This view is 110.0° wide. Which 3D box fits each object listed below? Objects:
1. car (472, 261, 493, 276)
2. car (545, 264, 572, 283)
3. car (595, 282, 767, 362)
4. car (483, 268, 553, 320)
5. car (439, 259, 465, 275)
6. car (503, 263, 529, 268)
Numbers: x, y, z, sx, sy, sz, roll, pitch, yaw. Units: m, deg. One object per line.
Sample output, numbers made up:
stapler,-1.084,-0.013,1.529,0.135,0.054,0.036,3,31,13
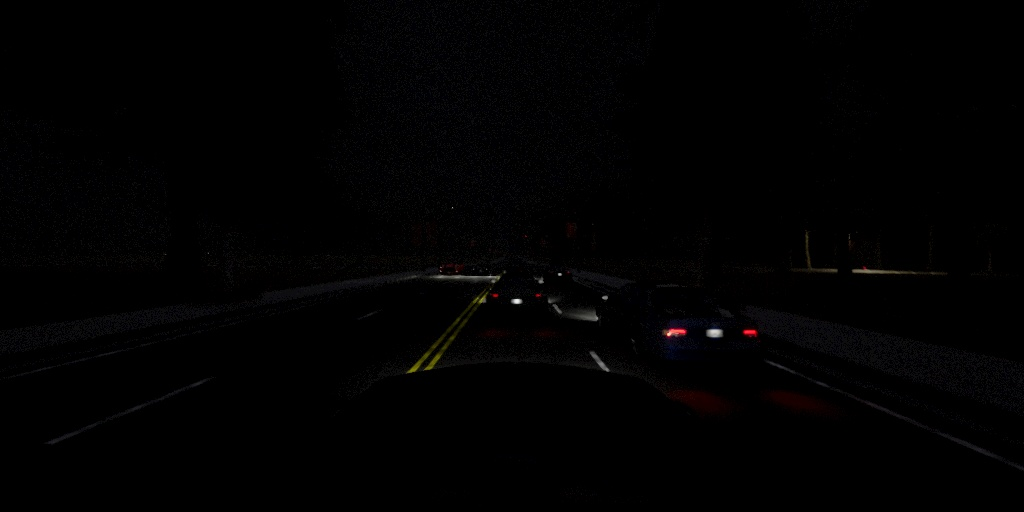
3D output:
car,-3.022,1.250,37.561,1.837,1.490,4.892,0,0,1
car,3.570,1.335,28.630,1.994,1.385,4.181,0,0,1
car,3.365,1.316,8.394,2.033,1.411,5.357,0,0,1
car,0.171,1.317,12.690,1.994,1.385,4.181,0,0,1
car,-6.264,1.081,37.933,2.097,1.767,4.553,0,0,1
car,0.317,1.259,28.292,1.837,1.490,4.892,0,0,1
